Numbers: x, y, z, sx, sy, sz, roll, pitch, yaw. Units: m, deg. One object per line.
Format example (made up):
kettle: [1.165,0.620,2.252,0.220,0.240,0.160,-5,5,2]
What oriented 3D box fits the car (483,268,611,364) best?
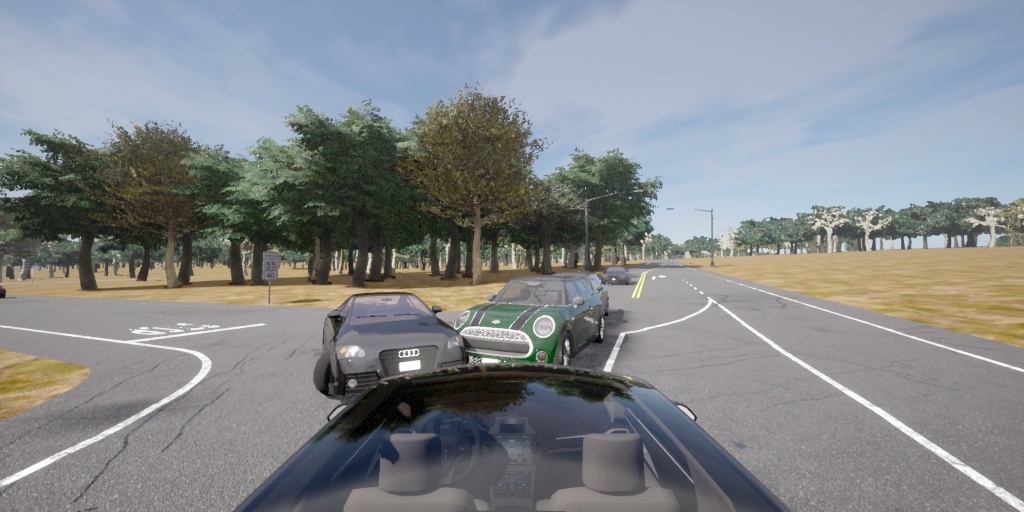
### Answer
car: [0.615,1.218,7.845,2.097,1.767,4.553,-1,-2,26]

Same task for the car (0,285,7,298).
car: [-40.862,2.562,27.403,4.181,1.385,1.994,-2,-3,22]

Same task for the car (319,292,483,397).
car: [-2.356,1.376,6.640,1.994,1.385,4.181,1,-2,-29]

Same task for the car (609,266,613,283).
car: [2.022,1.344,12.158,2.097,1.767,4.553,-1,-1,21]

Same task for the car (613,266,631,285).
car: [8.153,1.508,27.976,1.994,1.385,4.181,-1,0,22]
